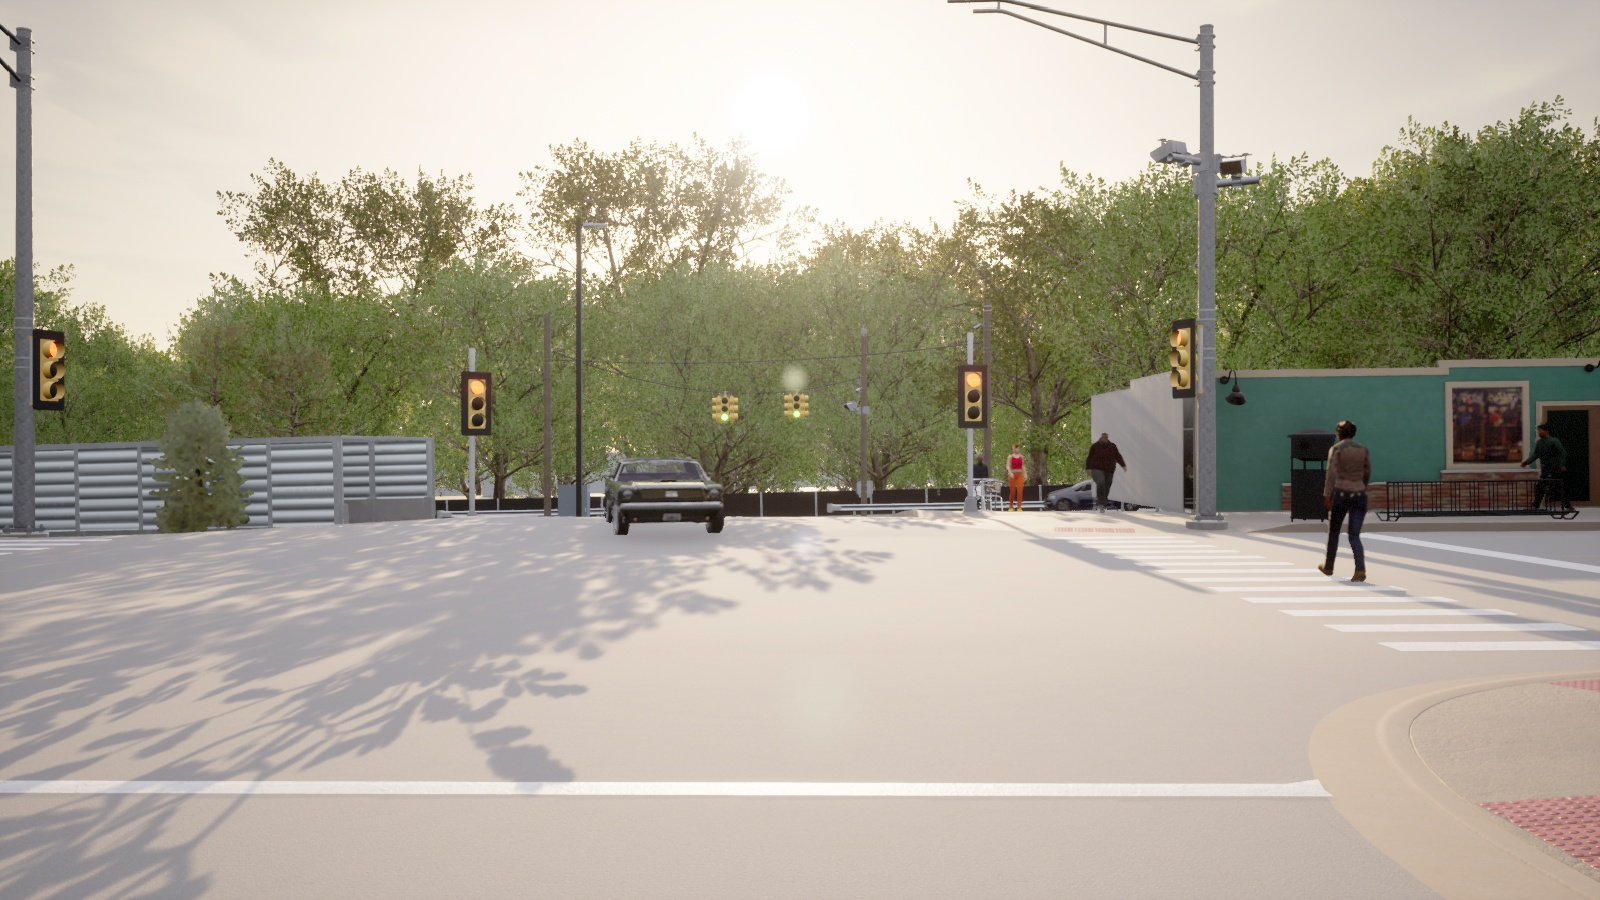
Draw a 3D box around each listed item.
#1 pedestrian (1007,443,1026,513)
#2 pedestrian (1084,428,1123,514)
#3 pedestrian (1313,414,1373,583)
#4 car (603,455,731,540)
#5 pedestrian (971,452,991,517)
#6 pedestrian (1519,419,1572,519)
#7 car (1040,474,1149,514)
[{"bbox_3d":[5.680,0.724,32.941,0.345,1.836,0.594,0,0,-4],"label":"pedestrian"},{"bbox_3d":[6.611,0.461,27.381,0.634,1.844,0.899,0,0,0],"label":"pedestrian"},{"bbox_3d":[6.004,0.520,13.917,0.328,1.805,0.869,0,0,3],"label":"pedestrian"},{"bbox_3d":[-2.558,0.787,23.056,1.895,1.301,4.718,0,1,-11],"label":"car"},{"bbox_3d":[5.236,0.984,36.326,0.402,1.842,0.726,0,0,-5],"label":"pedestrian"},{"bbox_3d":[14.591,0.366,24.589,0.788,1.949,0.423,0,0,3],"label":"pedestrian"},{"bbox_3d":[13.473,2.014,57.706,4.611,1.667,2.242,-2,0,7],"label":"car"}]
